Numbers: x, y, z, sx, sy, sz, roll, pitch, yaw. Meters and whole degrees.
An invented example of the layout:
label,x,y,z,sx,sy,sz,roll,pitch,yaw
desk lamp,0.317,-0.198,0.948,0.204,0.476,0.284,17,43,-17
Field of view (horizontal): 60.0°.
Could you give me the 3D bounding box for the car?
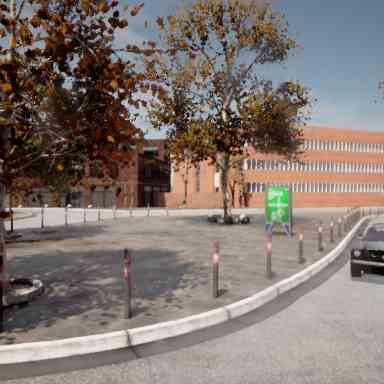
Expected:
label,x,y,z,sx,sy,sz,roll,pitch,yaw
car,5.877,1.606,9.589,1.895,1.301,4.718,0,0,34
